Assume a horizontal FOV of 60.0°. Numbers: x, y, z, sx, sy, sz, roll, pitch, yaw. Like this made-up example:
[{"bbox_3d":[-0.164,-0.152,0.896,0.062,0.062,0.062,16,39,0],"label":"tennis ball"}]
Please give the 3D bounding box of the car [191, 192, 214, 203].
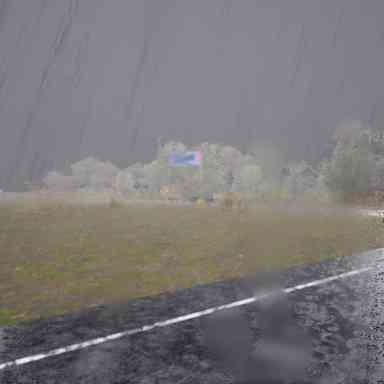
[{"bbox_3d":[1.975,1.091,63.406,2.150,2.045,5.566,0,0,-33],"label":"car"}]
